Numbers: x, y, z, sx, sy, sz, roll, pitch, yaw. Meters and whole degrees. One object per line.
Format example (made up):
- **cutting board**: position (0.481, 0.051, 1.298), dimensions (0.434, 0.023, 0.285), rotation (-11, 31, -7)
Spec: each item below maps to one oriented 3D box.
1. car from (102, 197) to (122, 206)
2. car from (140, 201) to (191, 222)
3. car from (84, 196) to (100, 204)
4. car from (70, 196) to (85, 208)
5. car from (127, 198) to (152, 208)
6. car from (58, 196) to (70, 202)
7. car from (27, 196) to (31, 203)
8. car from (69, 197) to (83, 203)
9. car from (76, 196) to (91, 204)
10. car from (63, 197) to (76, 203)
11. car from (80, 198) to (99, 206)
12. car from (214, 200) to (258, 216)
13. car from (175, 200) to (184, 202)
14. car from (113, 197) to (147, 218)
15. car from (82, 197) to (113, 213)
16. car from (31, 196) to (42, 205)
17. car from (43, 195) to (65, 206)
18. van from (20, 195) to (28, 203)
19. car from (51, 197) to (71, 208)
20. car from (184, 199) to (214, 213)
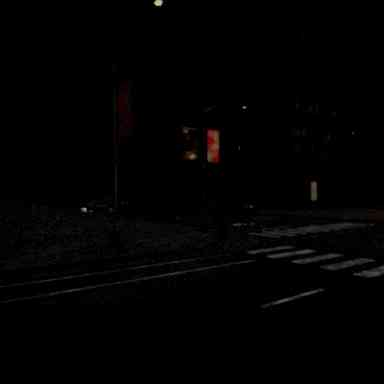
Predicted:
- **car**: position (-14.437, 1.713, 59.834), dimensions (1.752, 1.417, 4.829), rotation (-1, 0, -36)
- **car**: position (-2.368, 1.734, 28.252), dimensions (1.947, 1.339, 4.313), rotation (-1, 0, -36)
- **car**: position (-20.643, 1.673, 68.526), dimensions (1.967, 1.590, 4.097), rotation (-1, 0, -36)
- **car**: position (-17.752, 1.739, 54.564), dimensions (2.128, 1.511, 4.902), rotation (-1, 0, -36)
- **car**: position (-8.035, 1.689, 50.864), dimensions (1.887, 1.381, 4.507), rotation (-1, 0, -36)
- **car**: position (-33.346, 1.855, 86.328), dimensions (1.752, 1.417, 4.829), rotation (-1, 0, -36)
- **car**: position (-33.890, 1.928, 72.416), dimensions (1.887, 1.381, 4.507), rotation (-1, 0, -36)
- **car**: position (-26.946, 1.825, 77.357), dimensions (1.887, 1.381, 4.507), rotation (-1, 0, -36)
- **car**: position (-23.795, 1.696, 72.942), dimensions (1.967, 1.590, 4.097), rotation (-1, 0, -36)
- **car**: position (-30.096, 1.855, 81.773), dimensions (2.008, 1.369, 4.403), rotation (-1, 0, -36)
- **car**: position (-18.932, 1.801, 61.383), dimensions (1.994, 1.385, 4.181), rotation (-1, 0, -36)
- **car**: position (4.570, 1.505, 33.201), dimensions (1.967, 1.590, 4.097), rotation (-1, 0, -36)
- **car**: position (-1.731, 1.686, 42.033), dimensions (1.802, 1.307, 4.206), rotation (-1, 0, -36)
- **car**: position (-5.524, 1.503, 32.667), dimensions (2.192, 1.841, 5.009), rotation (-1, 0, -36)
- **car**: position (-11.726, 1.752, 41.362), dimensions (1.752, 1.417, 4.829), rotation (-1, 0, -36)
- **car**: position (-30.742, 1.674, 67.998), dimensions (2.192, 1.841, 5.009), rotation (-1, 0, -36)
- **car**: position (-24.437, 1.628, 59.165), dimensions (2.192, 1.841, 5.009), rotation (-1, 0, -36)
- **van**: position (-40.198, 1.773, 81.248), dimensions (1.690, 1.788, 3.998), rotation (-1, 0, -36)
- **car**: position (-21.281, 1.872, 54.750), dimensions (1.802, 1.307, 4.206), rotation (-1, 0, -36)
- **car**: position (1.419, 1.525, 37.617), dimensions (1.967, 1.590, 4.097), rotation (-1, 0, -36)
